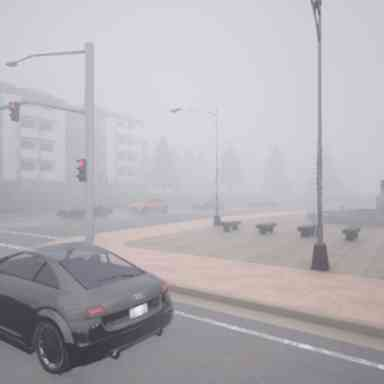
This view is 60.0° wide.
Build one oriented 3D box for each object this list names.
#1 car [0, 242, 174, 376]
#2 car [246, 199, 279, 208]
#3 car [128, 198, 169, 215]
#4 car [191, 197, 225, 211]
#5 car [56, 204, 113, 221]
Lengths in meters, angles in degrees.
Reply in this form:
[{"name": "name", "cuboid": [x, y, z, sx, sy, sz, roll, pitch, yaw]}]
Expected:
[{"name": "car", "cuboid": [-2.351, 1.577, 5.666, 4.181, 1.385, 1.994, 0, 0, 36]}, {"name": "car", "cuboid": [10.195, 1.647, 47.912, 4.718, 1.301, 1.895, 0, 0, -28]}, {"name": "car", "cuboid": [-4.552, 1.409, 34.975, 2.097, 1.767, 4.553, 0, 0, 38]}, {"name": "car", "cuboid": [2.072, 1.406, 42.153, 4.553, 1.767, 2.097, 0, 0, -40]}, {"name": "car", "cuboid": [-9.146, 1.658, 28.496, 1.895, 1.301, 4.718, 0, 0, 34]}]
